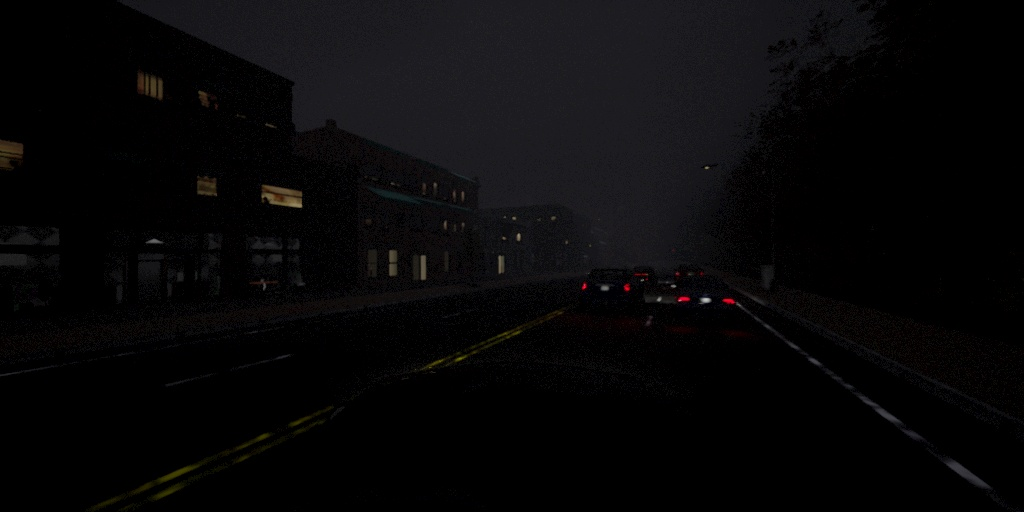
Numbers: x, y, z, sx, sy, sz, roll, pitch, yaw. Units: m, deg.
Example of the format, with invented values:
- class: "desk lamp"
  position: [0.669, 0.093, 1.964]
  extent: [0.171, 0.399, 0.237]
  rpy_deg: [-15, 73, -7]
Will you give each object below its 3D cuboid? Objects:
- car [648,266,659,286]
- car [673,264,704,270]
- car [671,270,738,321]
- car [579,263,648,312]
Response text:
- class: "car"
  position: [10.709, 1.552, 29.056]
  extent: [1.837, 1.490, 4.892]
  rpy_deg: [0, 0, 25]
- class: "car"
  position: [13.615, 1.376, 27.597]
  extent: [2.097, 1.767, 4.553]
  rpy_deg: [0, -1, 25]
- class: "car"
  position: [6.947, 1.419, 13.172]
  extent: [2.033, 1.411, 5.357]
  rpy_deg: [0, -1, 25]
- class: "car"
  position: [4.378, 1.249, 15.338]
  extent: [2.097, 1.767, 4.553]
  rpy_deg: [0, -1, 25]
